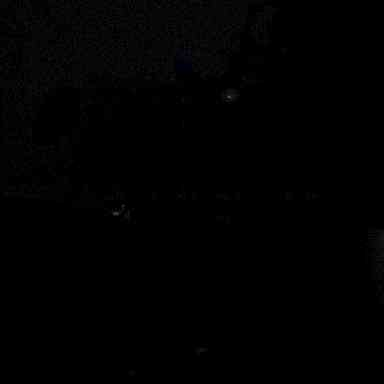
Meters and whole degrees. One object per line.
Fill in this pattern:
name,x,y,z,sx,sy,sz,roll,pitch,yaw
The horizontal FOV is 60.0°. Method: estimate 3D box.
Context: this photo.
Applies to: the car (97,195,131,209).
car,-8.427,0.989,35.450,2.033,1.411,5.357,-1,2,-36
